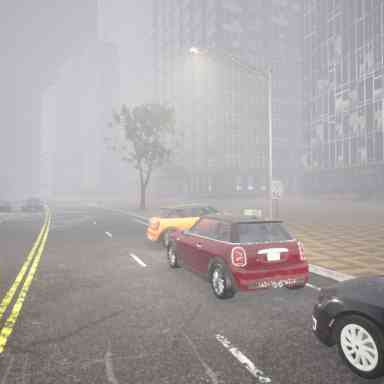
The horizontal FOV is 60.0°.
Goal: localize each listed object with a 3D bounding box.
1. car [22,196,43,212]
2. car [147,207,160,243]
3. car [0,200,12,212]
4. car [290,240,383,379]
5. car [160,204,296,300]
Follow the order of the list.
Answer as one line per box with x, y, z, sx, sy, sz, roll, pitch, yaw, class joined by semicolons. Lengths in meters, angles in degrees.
-18.816;1.393;39.379;2.097;1.767;4.553;0;0;-24;car
0.391;1.276;14.409;4.553;1.767;2.097;-3;1;-18;car
-21.773;1.602;38.030;1.994;1.385;4.181;0;0;-24;car
3.620;1.505;3.359;1.837;1.490;4.892;0;0;-35;car
0.887;1.355;8.831;2.097;1.767;4.553;0;0;-22;car
